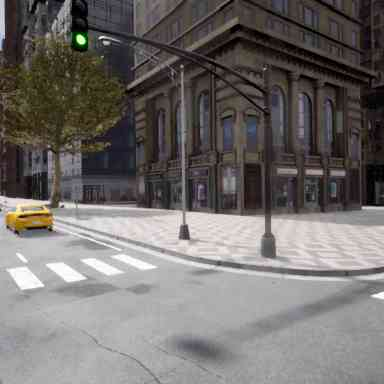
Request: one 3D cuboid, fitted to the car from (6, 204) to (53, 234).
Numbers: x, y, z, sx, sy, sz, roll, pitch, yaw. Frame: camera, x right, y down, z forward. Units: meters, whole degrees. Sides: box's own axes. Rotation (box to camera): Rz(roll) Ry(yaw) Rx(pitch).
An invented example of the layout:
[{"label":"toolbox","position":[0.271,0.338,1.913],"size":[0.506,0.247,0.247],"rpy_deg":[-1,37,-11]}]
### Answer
[{"label":"car","position":[-9.454,1.431,19.210],"size":[1.882,1.535,5.008],"rpy_deg":[-1,1,-36]}]
